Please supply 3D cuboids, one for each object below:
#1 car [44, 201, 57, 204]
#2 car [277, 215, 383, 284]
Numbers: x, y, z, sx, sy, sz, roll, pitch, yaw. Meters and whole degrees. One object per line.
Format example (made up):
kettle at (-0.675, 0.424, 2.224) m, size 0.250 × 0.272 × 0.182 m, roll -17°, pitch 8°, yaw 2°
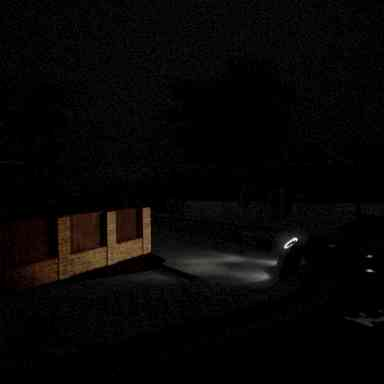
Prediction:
car at (-19.758, 2.091, 46.783) m, size 1.882 × 1.535 × 5.008 m, roll 1°, pitch -2°, yaw -42°
car at (4.408, 1.311, 7.933) m, size 4.553 × 1.767 × 2.097 m, roll 0°, pitch -4°, yaw 25°
